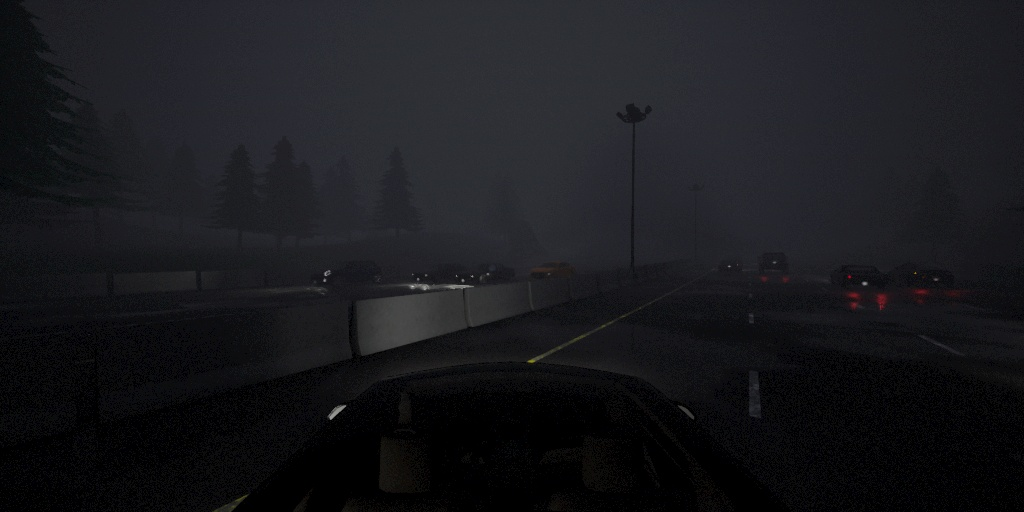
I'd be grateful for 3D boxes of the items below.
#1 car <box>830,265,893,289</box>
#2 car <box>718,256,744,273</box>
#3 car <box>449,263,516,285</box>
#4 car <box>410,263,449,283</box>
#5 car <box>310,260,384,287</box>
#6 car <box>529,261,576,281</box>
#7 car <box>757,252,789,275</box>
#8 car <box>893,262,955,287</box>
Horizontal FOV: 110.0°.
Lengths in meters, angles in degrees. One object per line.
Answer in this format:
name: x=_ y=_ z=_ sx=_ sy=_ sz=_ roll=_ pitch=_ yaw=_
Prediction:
car: x=20.875 y=1.199 z=21.780 sx=1.895 sy=1.301 sz=4.718 roll=0 pitch=1 yaw=34
car: x=22.422 y=0.956 z=36.828 sx=1.994 sy=1.385 sz=4.181 roll=0 pitch=1 yaw=34
car: x=-1.781 y=1.220 z=25.935 sx=2.033 sy=1.411 sz=5.357 roll=0 pitch=0 yaw=34
car: x=-5.099 y=1.223 z=27.264 sx=2.033 sy=1.411 sz=5.357 roll=0 pitch=0 yaw=33
car: x=-11.163 y=1.061 z=24.432 sx=2.097 sy=1.767 sz=4.553 roll=0 pitch=0 yaw=33
car: x=3.133 y=1.122 z=27.005 sx=1.882 sy=1.535 sz=5.008 roll=0 pitch=1 yaw=34
car: x=24.959 y=0.628 z=34.316 sx=2.150 sy=2.045 sz=5.566 roll=0 pitch=1 yaw=33
car: x=25.468 y=1.088 z=22.397 sx=1.812 sy=1.442 sz=4.674 roll=0 pitch=1 yaw=33
